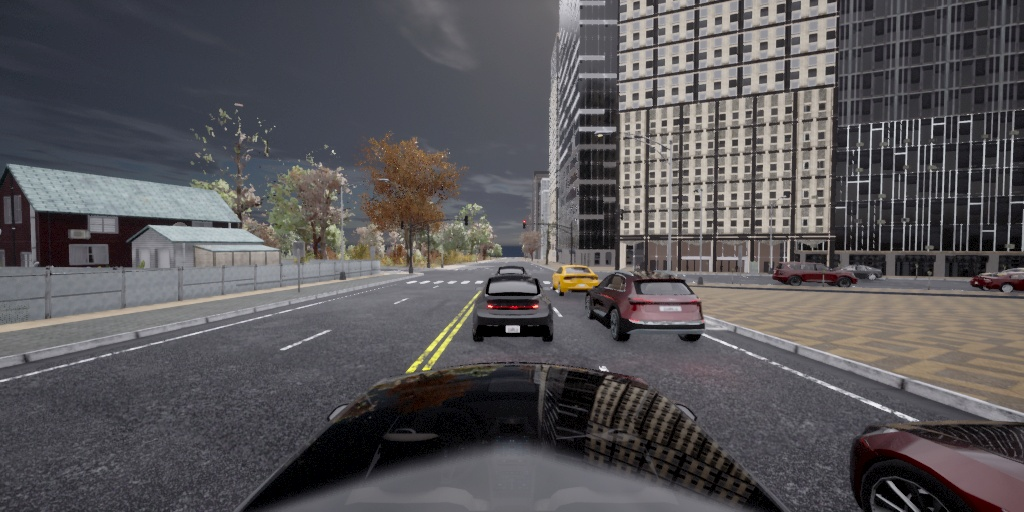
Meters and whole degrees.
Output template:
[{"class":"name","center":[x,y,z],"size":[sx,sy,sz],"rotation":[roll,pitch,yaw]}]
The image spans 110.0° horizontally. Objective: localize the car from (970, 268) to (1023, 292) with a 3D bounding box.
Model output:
[{"class":"car","center":[33.620,1.715,23.599],"size":[4.507,1.381,1.888],"rotation":[0,0,20]}]

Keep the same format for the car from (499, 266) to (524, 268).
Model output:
[{"class":"car","center":[-0.030,1.251,18.441],"size":[1.837,1.490,4.892],"rotation":[0,0,0]}]

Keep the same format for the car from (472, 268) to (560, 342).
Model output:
[{"class":"car","center":[0.030,1.252,9.774],"size":[1.837,1.490,4.892],"rotation":[0,0,0]}]

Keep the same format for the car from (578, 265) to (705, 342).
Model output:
[{"class":"car","center":[3.335,1.177,9.790],"size":[2.033,1.649,4.856],"rotation":[0,0,0]}]

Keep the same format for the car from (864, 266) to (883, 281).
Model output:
[{"class":"car","center":[30.990,1.468,32.941],"size":[4.403,1.370,2.007],"rotation":[0,0,20]}]

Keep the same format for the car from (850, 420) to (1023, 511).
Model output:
[{"class":"car","center":[3.352,1.254,0.529],"size":[2.163,1.488,4.792],"rotation":[0,0,0]}]

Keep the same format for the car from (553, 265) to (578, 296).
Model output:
[{"class":"car","center":[3.285,1.224,19.254],"size":[1.882,1.535,5.008],"rotation":[0,0,0]}]

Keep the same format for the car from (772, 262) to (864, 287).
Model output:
[{"class":"car","center":[22.967,1.393,27.478],"size":[5.009,1.841,2.192],"rotation":[0,0,20]}]
